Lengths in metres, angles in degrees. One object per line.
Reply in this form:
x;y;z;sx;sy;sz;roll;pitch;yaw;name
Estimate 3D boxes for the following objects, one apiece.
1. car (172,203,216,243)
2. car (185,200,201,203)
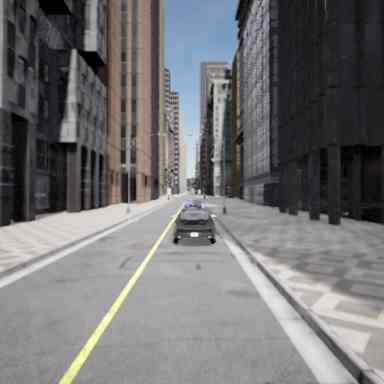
0.106;1.505;16.126;1.837;1.490;4.892;0;0;0;car
0.113;1.586;39.158;1.895;1.301;4.718;0;0;0;car
